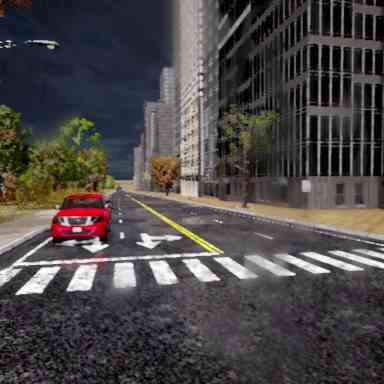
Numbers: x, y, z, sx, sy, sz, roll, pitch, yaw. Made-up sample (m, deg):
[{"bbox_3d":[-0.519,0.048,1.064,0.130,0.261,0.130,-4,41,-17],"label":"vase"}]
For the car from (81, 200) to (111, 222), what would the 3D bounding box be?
[{"bbox_3d":[-7.313,1.391,25.667,1.994,1.385,4.181,-1,1,-13],"label":"car"}]

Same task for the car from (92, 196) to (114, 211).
[{"bbox_3d":[-10.009,1.226,37.744,2.128,1.511,4.902,-1,1,-12],"label":"car"}]

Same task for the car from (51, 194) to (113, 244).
[{"bbox_3d":[-5.128,1.125,15.900,2.150,2.045,5.566,-1,1,-12],"label":"car"}]
